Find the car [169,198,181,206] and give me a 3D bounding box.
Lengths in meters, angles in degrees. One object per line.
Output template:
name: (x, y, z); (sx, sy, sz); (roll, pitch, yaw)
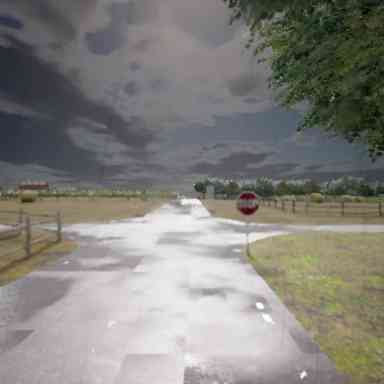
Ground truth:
car: (-2.749, 1.567, 53.912); (1.895, 1.301, 4.718); (0, 0, 0)
